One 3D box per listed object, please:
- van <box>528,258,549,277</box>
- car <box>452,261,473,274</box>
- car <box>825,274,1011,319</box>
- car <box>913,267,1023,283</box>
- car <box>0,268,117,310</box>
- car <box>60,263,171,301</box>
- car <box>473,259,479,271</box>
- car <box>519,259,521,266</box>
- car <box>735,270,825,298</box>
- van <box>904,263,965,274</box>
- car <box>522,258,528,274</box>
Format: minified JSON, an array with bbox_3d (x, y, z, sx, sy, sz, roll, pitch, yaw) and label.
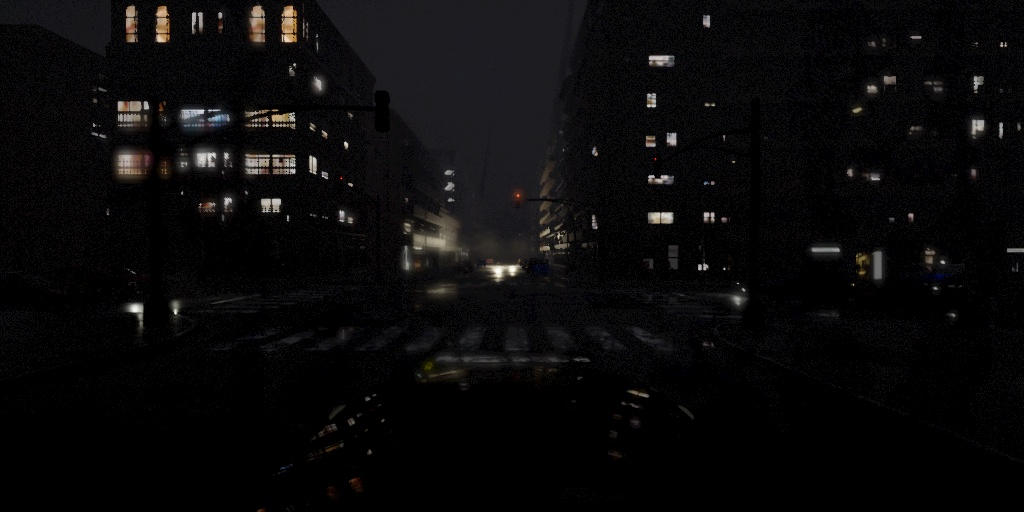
[{"bbox_3d":[2.774,1.108,35.954,1.690,1.789,3.998,0,0,0],"label":"van"},{"bbox_3d":[-5.888,1.358,41.490,1.802,1.307,4.207,0,0,0],"label":"car"},{"bbox_3d":[14.696,1.498,13.194,4.507,1.381,1.888,0,0,0],"label":"car"},{"bbox_3d":[24.865,1.516,18.982,4.892,1.490,1.837,1,0,0],"label":"car"},{"bbox_3d":[-17.756,1.214,13.212,4.207,1.307,1.802,0,0,0],"label":"car"},{"bbox_3d":[-18.007,1.085,15.794,5.008,1.535,1.882,1,0,0],"label":"car"},{"bbox_3d":[-5.896,1.351,47.012,1.948,1.339,4.313,0,0,0],"label":"car"},{"bbox_3d":[2.615,1.251,58.012,1.967,1.591,4.097,0,0,0],"label":"car"},{"bbox_3d":[14.955,1.453,18.987,5.357,1.411,2.033,1,0,0],"label":"car"},{"bbox_3d":[26.070,1.342,21.558,3.998,1.789,1.690,0,0,0],"label":"van"},{"bbox_3d":[2.678,1.090,41.451,2.192,1.841,5.009,0,0,0],"label":"car"}]
